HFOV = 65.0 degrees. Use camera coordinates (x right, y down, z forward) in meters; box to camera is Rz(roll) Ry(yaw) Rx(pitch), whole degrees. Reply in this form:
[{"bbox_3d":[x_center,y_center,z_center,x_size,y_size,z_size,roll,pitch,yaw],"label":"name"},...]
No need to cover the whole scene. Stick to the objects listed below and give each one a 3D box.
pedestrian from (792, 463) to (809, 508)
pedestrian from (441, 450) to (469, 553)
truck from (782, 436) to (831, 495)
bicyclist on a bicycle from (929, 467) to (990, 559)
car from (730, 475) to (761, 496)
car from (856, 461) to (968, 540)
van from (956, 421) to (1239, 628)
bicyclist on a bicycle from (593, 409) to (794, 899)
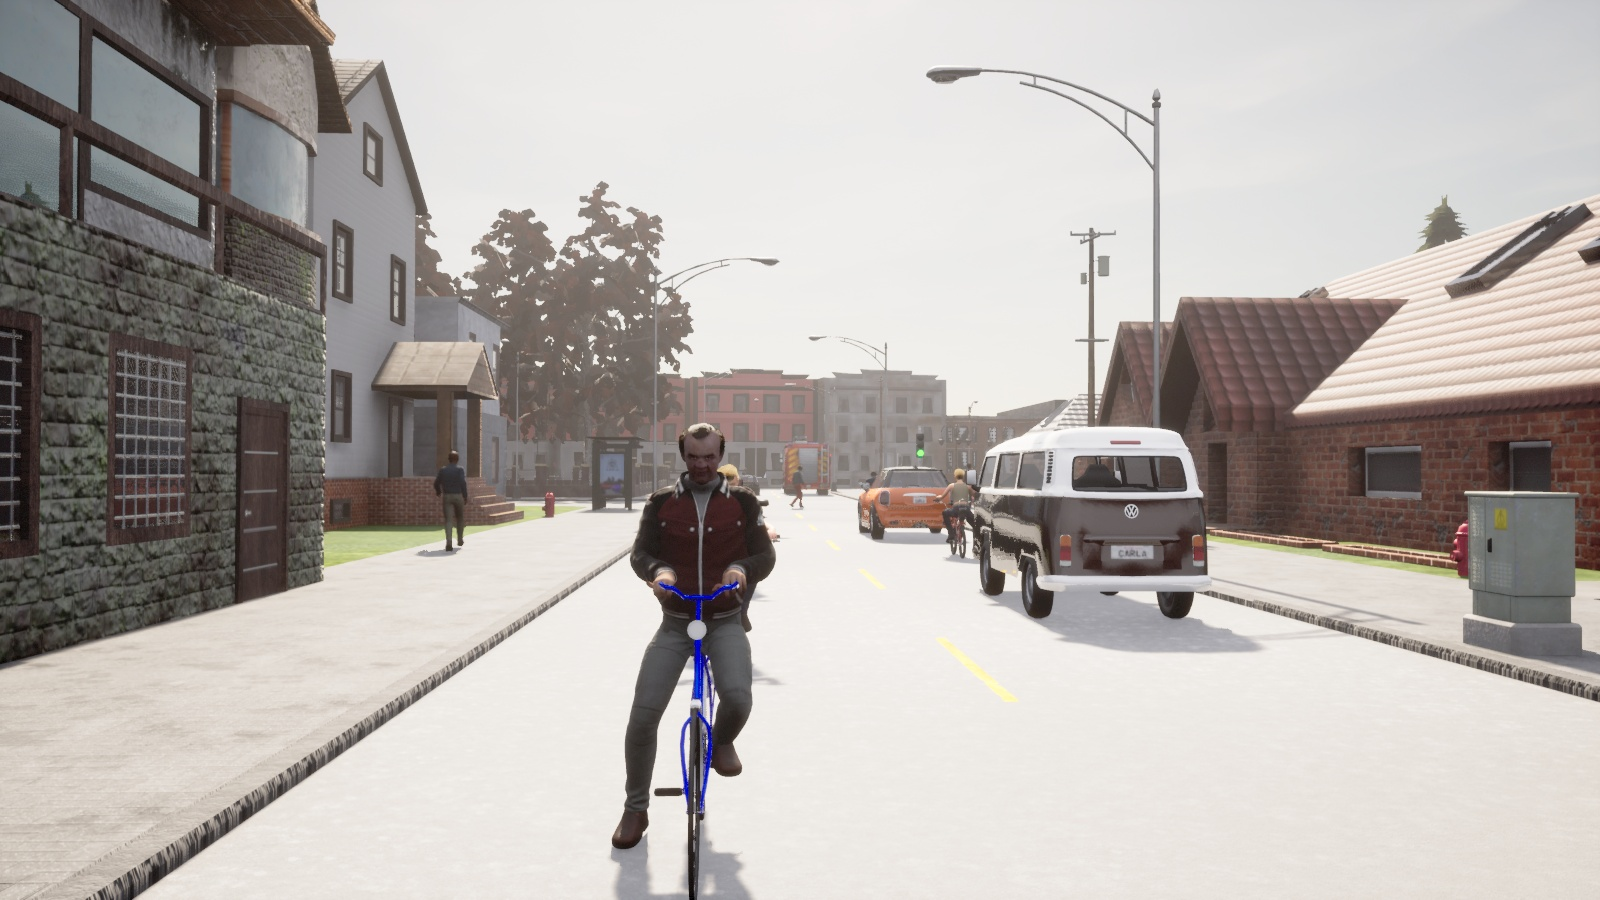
[{"bbox_3d":[0.009,1.471,51.735,0.614,1.847,0.353,0,-1,-30],"label":"pedestrian"},{"bbox_3d":[-6.274,0.932,22.867,0.370,1.835,0.726,0,-1,-5],"label":"pedestrian"},{"bbox_3d":[0.352,1.075,85.158,2.891,3.827,8.468,0,-1,-2],"label":"truck"},{"bbox_3d":[2.899,1.124,22.953,0.866,1.612,1.509,0,-1,-2],"label":"bicyclist on a bicycle"},{"bbox_3d":[-3.554,2.286,80.992,1.895,1.301,4.718,0,-1,-4],"label":"car"},{"bbox_3d":[2.598,1.171,30.360,2.097,1.767,4.553,0,-1,-3],"label":"car"},{"bbox_3d":[3.239,0.772,14.712,2.069,2.038,4.480,0,-1,-2],"label":"van"},{"bbox_3d":[-0.398,0.772,5.058,0.659,1.776,1.843,0,-1,-3],"label":"bicyclist on a bicycle"}]
